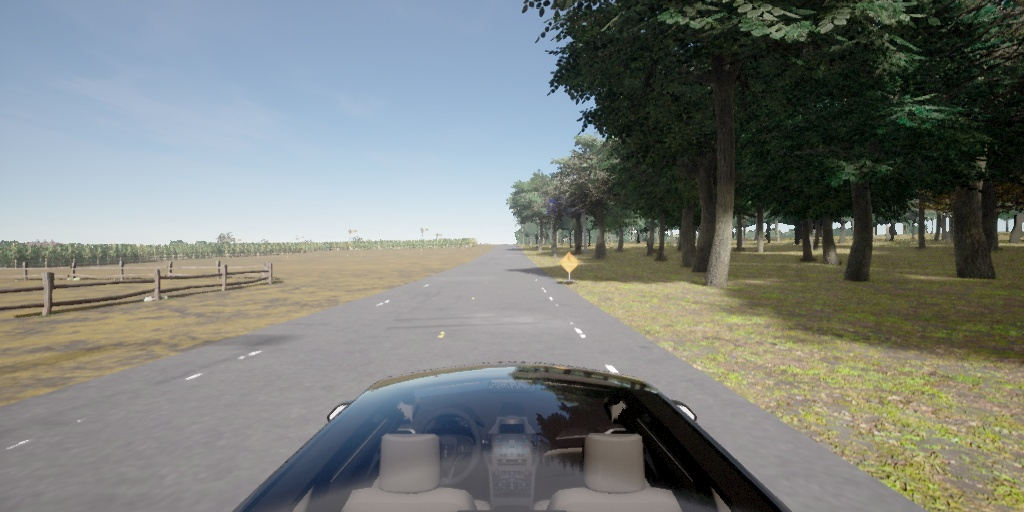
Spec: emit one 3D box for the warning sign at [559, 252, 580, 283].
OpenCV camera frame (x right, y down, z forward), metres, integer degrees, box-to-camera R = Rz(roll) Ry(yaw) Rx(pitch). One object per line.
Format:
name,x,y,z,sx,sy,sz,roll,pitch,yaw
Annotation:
warning sign,3.550,0.692,22.190,1.300,1.860,1.060,0,0,0
